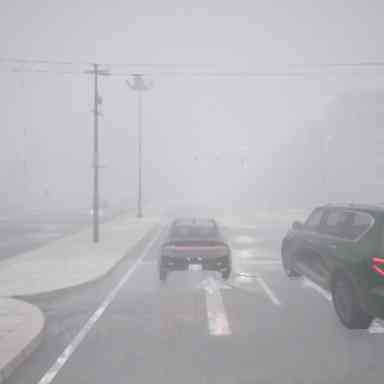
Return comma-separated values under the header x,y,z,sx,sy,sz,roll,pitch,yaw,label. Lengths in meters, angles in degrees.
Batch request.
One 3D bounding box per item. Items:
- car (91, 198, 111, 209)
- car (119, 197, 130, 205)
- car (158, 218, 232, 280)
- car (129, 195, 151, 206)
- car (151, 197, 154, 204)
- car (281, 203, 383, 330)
x,y,z,sx,sy,sz,roll,pitch,yaw,label
-12.618,1.613,46.427,2.128,1.511,4.902,0,0,-2,car
-12.780,1.646,64.717,1.882,1.535,5.008,0,0,0,car
0.065,1.519,10.055,2.128,1.511,4.902,0,0,0,car
-9.296,1.704,59.899,2.033,1.411,5.357,0,0,1,car
-9.274,1.778,70.253,1.895,1.301,4.718,0,0,0,car
3.580,1.238,7.055,2.150,2.045,5.566,0,0,0,car
